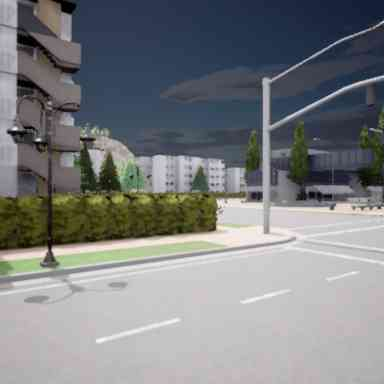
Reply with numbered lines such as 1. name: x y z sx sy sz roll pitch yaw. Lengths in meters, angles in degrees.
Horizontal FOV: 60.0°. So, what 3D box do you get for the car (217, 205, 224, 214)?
1. car: 1.378 1.513 34.563 1.812 1.442 4.674 0 0 -35
